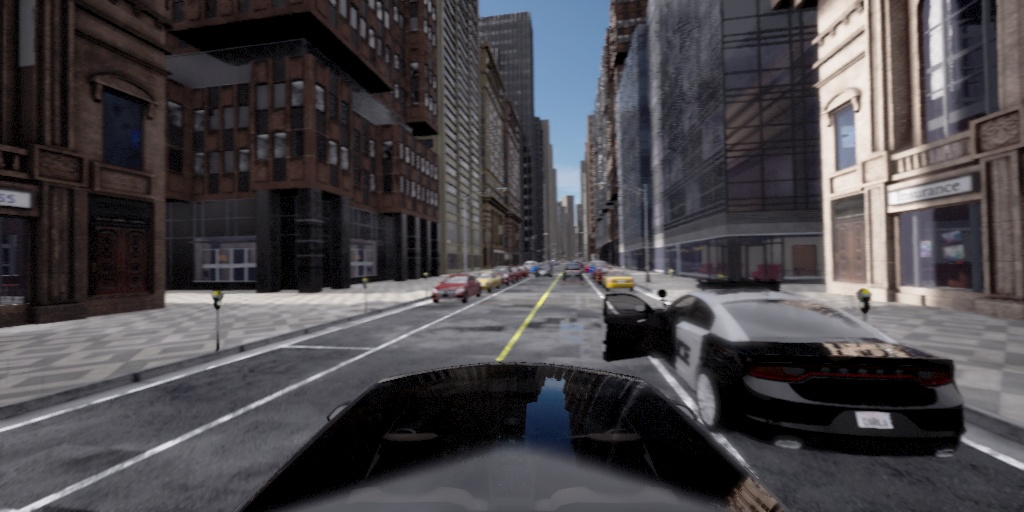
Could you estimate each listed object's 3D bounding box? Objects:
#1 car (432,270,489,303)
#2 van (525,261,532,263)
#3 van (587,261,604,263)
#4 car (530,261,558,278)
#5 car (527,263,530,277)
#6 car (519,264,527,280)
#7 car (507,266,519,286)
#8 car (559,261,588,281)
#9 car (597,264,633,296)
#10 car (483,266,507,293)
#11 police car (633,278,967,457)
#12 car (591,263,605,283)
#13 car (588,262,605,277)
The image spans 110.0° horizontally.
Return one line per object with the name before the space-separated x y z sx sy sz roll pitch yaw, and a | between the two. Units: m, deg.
car | -2.703 1.592 18.449 1.802 1.307 4.207 0 0 9
van | 2.767 1.676 51.611 1.690 1.789 3.998 0 0 9
van | 9.355 1.402 39.180 1.690 1.789 3.998 0 0 9
car | 3.647 1.668 40.331 2.128 1.511 4.902 -1 -1 10
car | 0.944 1.772 40.557 1.888 1.381 4.507 0 0 9
car | 0.032 1.717 35.030 1.888 1.381 4.507 0 0 9
car | -0.879 1.558 29.503 1.967 1.591 4.097 0 0 9
car | 5.804 1.552 34.220 2.128 1.511 4.902 -1 -1 10
car | 6.648 1.424 22.766 1.751 1.417 4.829 0 0 9
car | -1.819 1.589 23.808 1.751 1.417 4.829 0 0 9
police car | 3.382 1.164 5.492 1.930 1.638 5.238 -1 -1 9
car | 7.532 1.498 28.126 1.888 1.381 4.507 0 0 9
car | 8.444 1.552 33.653 1.888 1.381 4.507 0 0 9
